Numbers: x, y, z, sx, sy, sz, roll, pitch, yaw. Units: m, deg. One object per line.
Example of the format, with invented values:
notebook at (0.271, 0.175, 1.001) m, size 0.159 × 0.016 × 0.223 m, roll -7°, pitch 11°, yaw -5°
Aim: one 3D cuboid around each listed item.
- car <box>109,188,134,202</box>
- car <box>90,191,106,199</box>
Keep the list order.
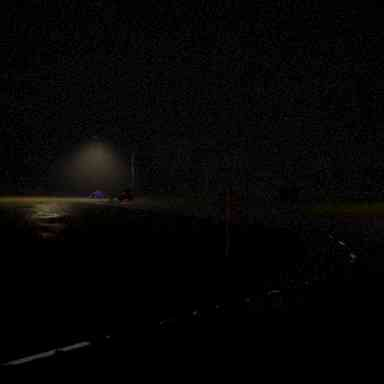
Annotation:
car at (-10.896, 0.398, 51.492) m, size 2.150 × 2.045 × 5.566 m, roll 1°, pitch 0°, yaw -35°
car at (-16.918, 0.502, 59.960) m, size 1.812 × 1.442 × 4.674 m, roll 1°, pitch 1°, yaw -35°
